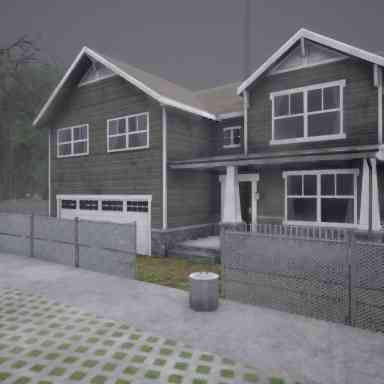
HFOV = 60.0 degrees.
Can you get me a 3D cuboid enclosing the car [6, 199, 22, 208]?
[{"bbox_3d":[-17.242,1.465,31.796,4.902,1.511,2.128,0,0,-32],"label":"car"}]
